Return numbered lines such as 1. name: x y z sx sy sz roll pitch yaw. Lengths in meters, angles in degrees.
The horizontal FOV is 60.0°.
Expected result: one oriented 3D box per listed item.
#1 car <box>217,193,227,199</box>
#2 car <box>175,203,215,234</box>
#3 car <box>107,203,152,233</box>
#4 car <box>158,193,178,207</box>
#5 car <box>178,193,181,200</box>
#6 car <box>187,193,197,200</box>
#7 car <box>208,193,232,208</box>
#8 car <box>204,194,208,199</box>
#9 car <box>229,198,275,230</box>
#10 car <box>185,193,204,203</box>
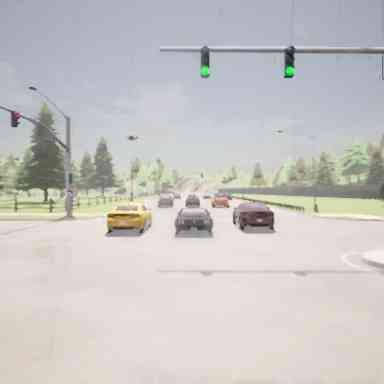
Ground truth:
1. car: 6.997 0.906 77.491 1.837 1.490 4.892 0 0 0
2. car: 0.099 1.482 18.240 1.895 1.301 4.718 0 0 0
3. car: -3.401 1.355 18.806 1.882 1.535 5.008 0 0 0
4. car: -3.402 1.206 43.968 2.128 1.511 4.902 0 0 0
5. car: -3.503 1.038 77.488 2.033 1.411 5.357 0 0 0
6. car: -0.003 1.023 77.489 2.128 1.511 4.902 0 0 0
7. car: 3.598 1.068 43.725 2.097 1.767 4.553 0 0 0
8. car: 3.497 1.090 77.936 1.895 1.301 4.718 0 0 0
9. car: 3.598 1.346 20.110 1.882 1.535 5.008 0 0 0
10. car: 0.099 1.206 43.974 2.128 1.511 4.902 0 0 0
